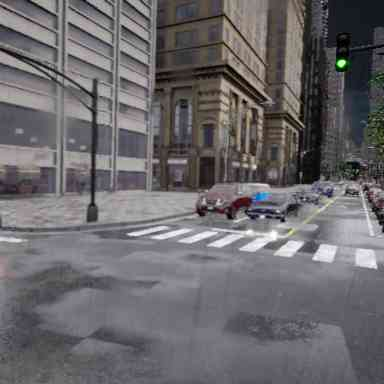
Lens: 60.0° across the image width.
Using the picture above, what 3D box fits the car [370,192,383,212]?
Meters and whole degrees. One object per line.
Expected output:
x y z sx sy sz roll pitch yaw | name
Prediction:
12.080 0.963 20.103 1.802 1.307 4.206 3 3 26 | car

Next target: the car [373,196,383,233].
9.656 1.108 15.257 1.947 1.339 4.313 3 3 26 | car

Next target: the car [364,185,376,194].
31.561 -0.421 59.009 1.752 1.417 4.829 4 3 26 | car

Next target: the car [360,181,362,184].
33.917 -0.794 63.691 2.192 1.841 5.009 4 3 26 | car

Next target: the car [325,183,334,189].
35.925 -1.702 86.745 1.752 1.417 4.829 4 3 26 | car

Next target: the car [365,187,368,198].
19.356 0.473 34.637 1.802 1.307 4.206 3 3 26 | car

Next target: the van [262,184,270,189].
4.479 0.278 23.907 1.690 1.788 3.998 3 3 26 | van

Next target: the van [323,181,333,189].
33.582 -1.720 82.042 1.690 1.788 3.998 4 3 26 | van

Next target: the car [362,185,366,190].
24.207 0.126 44.326 1.947 1.339 4.313 4 3 26 | car

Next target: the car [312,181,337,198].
16.616 -0.361 42.134 2.150 2.045 5.566 3 4 27 | car

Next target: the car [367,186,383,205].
14.511 0.659 24.940 1.967 1.590 4.097 3 3 26 | car

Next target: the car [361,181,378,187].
26.641 -0.291 49.157 2.192 1.841 5.009 4 3 26 | car

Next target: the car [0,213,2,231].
-8.315 0.833 11.062 4.902 1.511 2.128 1 2 32 | car

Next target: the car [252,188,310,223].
4.809 0.761 18.594 2.033 1.411 5.357 4 3 30 | car

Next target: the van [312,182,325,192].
23.881 -1.044 62.664 1.690 1.788 3.998 4 3 26 | van

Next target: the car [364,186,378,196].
29.135 -0.253 54.165 1.752 1.417 4.829 4 3 26 | car

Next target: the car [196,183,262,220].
2.054 0.414 19.061 2.192 1.841 5.009 3 3 26 | car

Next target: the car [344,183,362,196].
23.555 -0.171 48.963 1.812 1.442 4.674 3 3 26 | car

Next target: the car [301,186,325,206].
10.328 0.407 29.676 1.994 1.385 4.181 3 3 26 | car

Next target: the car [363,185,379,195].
21.783 0.271 39.480 1.887 1.381 4.507 4 3 26 | car

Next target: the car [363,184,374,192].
36.338 -0.838 68.542 1.967 1.590 4.097 4 3 26 | car
